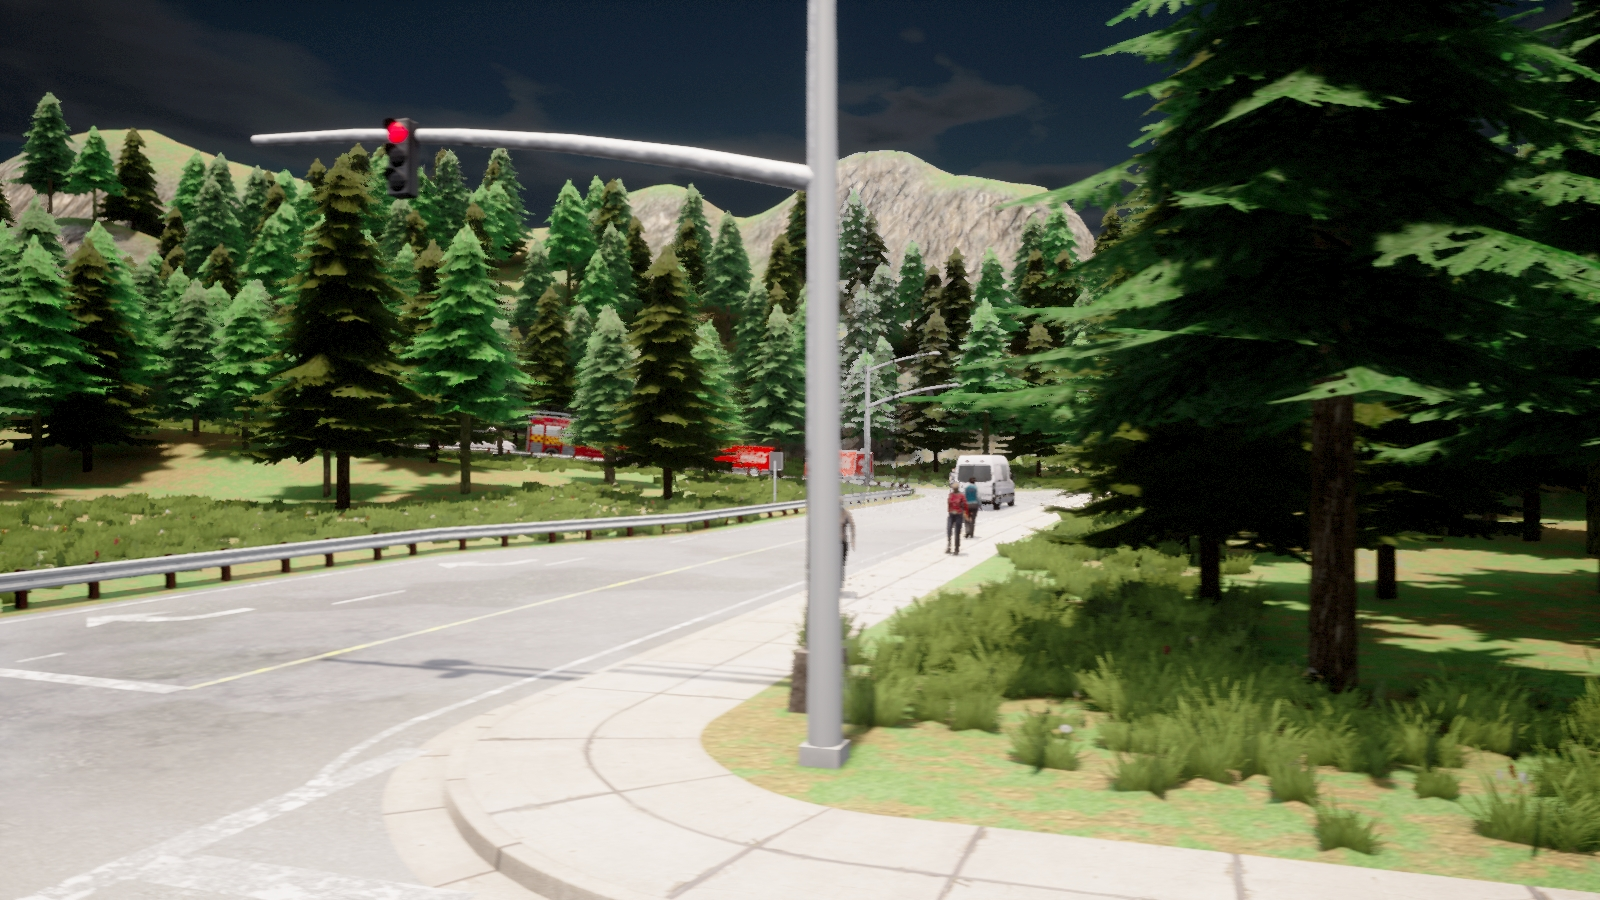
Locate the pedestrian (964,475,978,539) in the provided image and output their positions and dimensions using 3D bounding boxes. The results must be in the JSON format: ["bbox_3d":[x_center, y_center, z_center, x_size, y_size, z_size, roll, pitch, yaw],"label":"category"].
[{"bbox_3d":[5.024,1.677,33.570,0.375,1.860,0.375,0,0,17],"label":"pedestrian"}]

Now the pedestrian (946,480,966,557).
[{"bbox_3d":[3.842,1.676,28.124,0.375,1.860,0.375,0,0,26],"label":"pedestrian"}]

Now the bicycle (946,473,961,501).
[{"bbox_3d":[8.459,2.044,63.000,0.373,1.496,1.643,0,0,23],"label":"bicycle"}]

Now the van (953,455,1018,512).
[{"bbox_3d":[8.966,1.521,54.851,1.988,2.561,5.915,0,0,20],"label":"van"}]

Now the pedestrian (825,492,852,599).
[{"bbox_3d":[0.683,1.676,20.224,0.375,1.860,0.375,0,0,18],"label":"pedestrian"}]
